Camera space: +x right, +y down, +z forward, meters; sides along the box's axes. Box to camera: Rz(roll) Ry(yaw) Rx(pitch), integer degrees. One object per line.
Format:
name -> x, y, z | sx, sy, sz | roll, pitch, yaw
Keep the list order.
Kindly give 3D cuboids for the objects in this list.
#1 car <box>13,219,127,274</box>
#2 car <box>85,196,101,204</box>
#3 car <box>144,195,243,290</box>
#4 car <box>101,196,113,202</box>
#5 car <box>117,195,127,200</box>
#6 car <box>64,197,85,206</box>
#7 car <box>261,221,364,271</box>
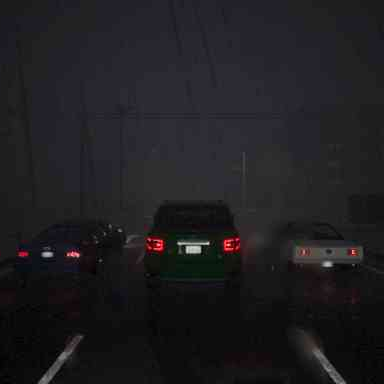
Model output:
car -> -3.439, 1.547, 10.473 | 2.033, 1.411, 5.357 | 0, 0, 1
car -> -19.652, 1.503, 63.639 | 1.837, 1.490, 4.892 | 0, 1, 4
car -> 0.051, 1.222, 9.224 | 2.150, 2.045, 5.566 | 0, 0, 1
car -> -19.752, 1.595, 76.590 | 1.895, 1.301, 4.718 | 0, 0, 0
car -> -19.735, 1.496, 93.591 | 1.837, 1.490, 4.892 | 0, 0, 0
car -> -19.734, 1.564, 55.185 | 1.994, 1.385, 4.181 | 0, 0, -5
car -> 3.566, 1.601, 10.920 | 1.895, 1.301, 4.718 | 0, 0, 1
